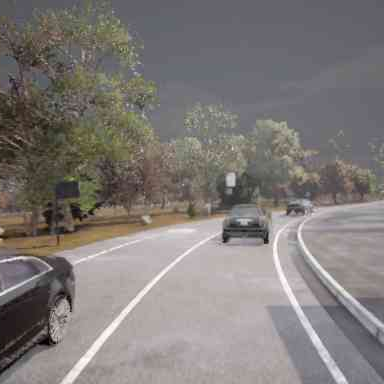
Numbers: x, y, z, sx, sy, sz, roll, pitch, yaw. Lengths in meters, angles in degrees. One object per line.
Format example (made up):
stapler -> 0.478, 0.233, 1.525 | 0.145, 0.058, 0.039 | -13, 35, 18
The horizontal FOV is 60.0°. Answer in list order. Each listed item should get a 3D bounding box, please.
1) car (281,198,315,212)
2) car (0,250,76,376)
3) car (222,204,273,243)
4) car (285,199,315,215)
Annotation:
car -> 13.562, 1.634, 42.229 | 2.128, 1.511, 4.902 | -5, -3, 43
car -> -2.977, 1.500, 3.645 | 2.128, 1.511, 4.902 | 0, 0, 5
car -> 2.873, 1.385, 16.521 | 2.097, 1.767, 4.553 | -1, 0, 16
car -> 10.878, 1.515, 33.358 | 1.837, 1.490, 4.892 | -4, -2, 34
